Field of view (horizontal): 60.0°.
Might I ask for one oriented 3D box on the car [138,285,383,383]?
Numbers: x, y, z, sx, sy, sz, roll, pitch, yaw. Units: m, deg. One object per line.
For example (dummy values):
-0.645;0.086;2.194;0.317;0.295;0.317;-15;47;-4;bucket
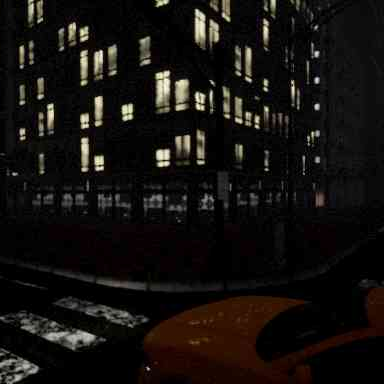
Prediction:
1.787;1.476;2.415;5.008;1.535;1.882;0;0;36;car
